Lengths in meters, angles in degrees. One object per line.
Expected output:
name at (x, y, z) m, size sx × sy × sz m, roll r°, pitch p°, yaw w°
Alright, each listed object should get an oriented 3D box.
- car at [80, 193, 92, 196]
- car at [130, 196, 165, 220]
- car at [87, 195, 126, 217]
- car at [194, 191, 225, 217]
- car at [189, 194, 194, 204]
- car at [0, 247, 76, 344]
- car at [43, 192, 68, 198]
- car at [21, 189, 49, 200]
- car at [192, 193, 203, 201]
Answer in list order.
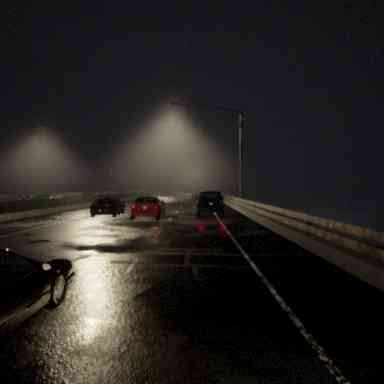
car at (-16.735, 0.920, 52.405) m, size 1.812 × 1.442 × 4.674 m, roll 0°, pitch 1°, yaw 2°
car at (-3.206, 1.052, 24.864) m, size 2.097 × 1.767 × 4.553 m, roll 0°, pitch 1°, yaw 1°
car at (-6.678, 1.155, 26.816) m, size 1.882 × 1.535 × 5.008 m, roll 0°, pitch 1°, yaw 1°
car at (1.442, 0.901, 26.949) m, size 2.150 × 2.045 × 5.566 m, roll 0°, pitch 1°, yaw 1°
car at (0.667, 0.960, 47.104) m, size 1.837 × 1.490 × 4.892 m, roll 0°, pitch 1°, yaw 2°
car at (-3.391, 1.488, 4.599) m, size 2.033 × 1.411 × 5.357 m, roll 0°, pitch 1°, yaw 0°
car at (-20.288, 1.013, 50.653) m, size 1.895 × 1.301 × 4.718 m, roll 0°, pitch 1°, yaw 2°
car at (-23.787, 0.628, 50.904) m, size 2.150 × 2.045 × 5.566 m, roll 0°, pitch 1°, yaw 2°
car at (1.106, 0.866, 61.629) m, size 1.994 × 1.385 × 4.181 m, roll 0°, pitch 1°, yaw 2°
